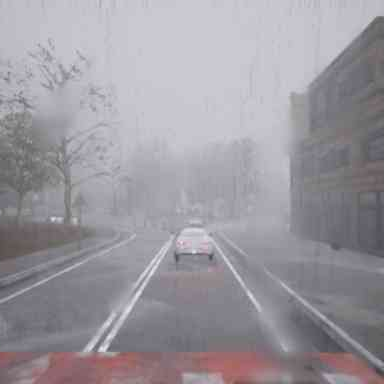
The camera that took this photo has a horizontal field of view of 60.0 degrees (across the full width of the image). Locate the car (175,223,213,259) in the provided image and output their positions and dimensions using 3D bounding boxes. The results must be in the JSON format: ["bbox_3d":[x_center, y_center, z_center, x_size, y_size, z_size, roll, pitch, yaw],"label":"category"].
[{"bbox_3d":[0.091,2.569,17.211,1.812,1.442,4.674,0,-3,0],"label":"car"}]

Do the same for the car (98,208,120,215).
[{"bbox_3d":[-19.730,4.789,80.596,1.837,1.490,4.892,-1,-2,34],"label":"car"}]

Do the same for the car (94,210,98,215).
[{"bbox_3d":[-22.197,4.716,82.741,2.097,1.767,4.553,-1,-2,34],"label":"car"}]

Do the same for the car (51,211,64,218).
[{"bbox_3d":[-26.681,4.419,66.548,1.994,1.385,4.181,0,-2,-7],"label":"car"}]

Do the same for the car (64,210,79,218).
[{"bbox_3d":[-22.987,4.309,64.262,1.837,1.490,4.892,0,-2,-13],"label":"car"}]

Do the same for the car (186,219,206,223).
[{"bbox_3d":[0.370,3.337,32.618,1.812,1.442,4.674,0,-3,4],"label":"car"}]
